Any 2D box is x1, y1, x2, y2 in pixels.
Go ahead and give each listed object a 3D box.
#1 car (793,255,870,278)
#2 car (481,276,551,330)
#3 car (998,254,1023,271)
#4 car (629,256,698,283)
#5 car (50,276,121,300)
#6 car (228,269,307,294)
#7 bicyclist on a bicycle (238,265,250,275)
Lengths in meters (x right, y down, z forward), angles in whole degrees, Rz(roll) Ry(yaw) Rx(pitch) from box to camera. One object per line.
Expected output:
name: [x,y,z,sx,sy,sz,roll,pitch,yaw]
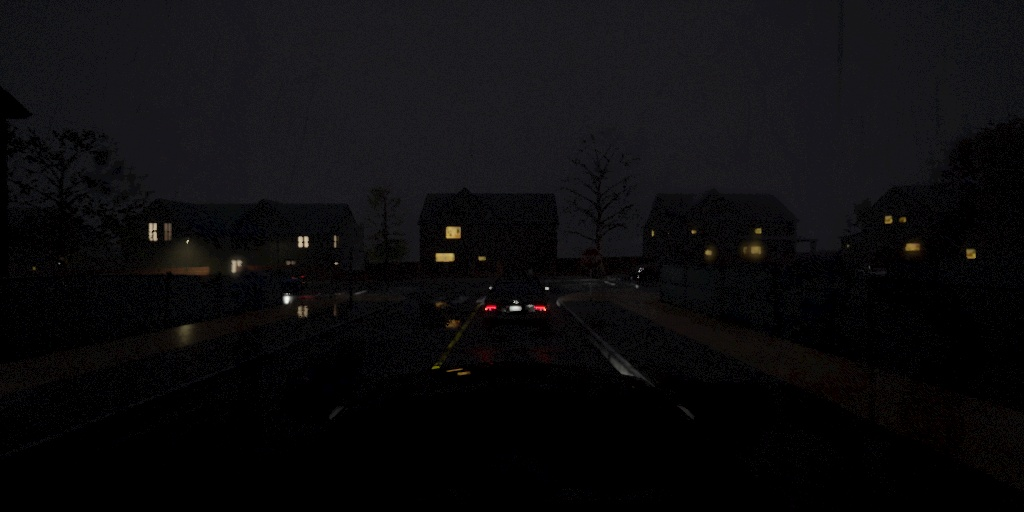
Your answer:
car: [20.988,0.729,24.013,4.902,1.511,2.128,-1,1,0]
car: [0.200,1.317,11.165,2.033,1.411,5.357,0,0,3]
car: [34.782,0.515,23.974,4.718,1.301,1.895,-1,1,0]
car: [10.238,0.842,24.035,4.553,1.767,2.097,-1,1,0]
car: [-24.242,1.867,21.150,4.674,1.442,1.812,-1,1,0]
car: [-15.033,1.601,21.131,5.008,1.535,1.882,-1,1,0]
bicyclist on a bicycle: [-20.085,1.469,26.987,0.582,1.620,1.656,-1,1,0]
